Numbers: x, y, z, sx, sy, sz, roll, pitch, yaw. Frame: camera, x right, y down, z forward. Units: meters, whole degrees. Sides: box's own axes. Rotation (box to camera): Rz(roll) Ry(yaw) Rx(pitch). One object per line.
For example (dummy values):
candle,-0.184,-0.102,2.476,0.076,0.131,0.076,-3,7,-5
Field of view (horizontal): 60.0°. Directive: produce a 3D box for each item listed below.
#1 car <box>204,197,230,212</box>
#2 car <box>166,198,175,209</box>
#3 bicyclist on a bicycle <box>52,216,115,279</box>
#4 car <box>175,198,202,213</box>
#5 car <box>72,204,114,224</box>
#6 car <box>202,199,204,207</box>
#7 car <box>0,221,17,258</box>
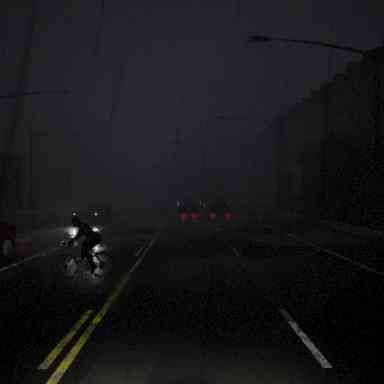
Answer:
car,2.944,1.352,38.144,2.097,1.767,4.553,0,0,-4
car,-2.143,1.547,46.840,2.033,1.411,5.357,0,0,-21
bicyclist on a bicycle,-2.827,1.455,8.634,1.656,1.620,0.582,-2,0,-1
car,-0.470,1.492,36.602,2.128,1.511,4.902,0,0,-3
car,-7.249,1.601,24.663,1.895,1.301,4.718,0,0,0
car,0.954,1.601,47.950,1.895,1.301,4.718,0,0,-20
car,-7.181,1.478,9.862,1.882,1.535,5.008,0,1,-1
